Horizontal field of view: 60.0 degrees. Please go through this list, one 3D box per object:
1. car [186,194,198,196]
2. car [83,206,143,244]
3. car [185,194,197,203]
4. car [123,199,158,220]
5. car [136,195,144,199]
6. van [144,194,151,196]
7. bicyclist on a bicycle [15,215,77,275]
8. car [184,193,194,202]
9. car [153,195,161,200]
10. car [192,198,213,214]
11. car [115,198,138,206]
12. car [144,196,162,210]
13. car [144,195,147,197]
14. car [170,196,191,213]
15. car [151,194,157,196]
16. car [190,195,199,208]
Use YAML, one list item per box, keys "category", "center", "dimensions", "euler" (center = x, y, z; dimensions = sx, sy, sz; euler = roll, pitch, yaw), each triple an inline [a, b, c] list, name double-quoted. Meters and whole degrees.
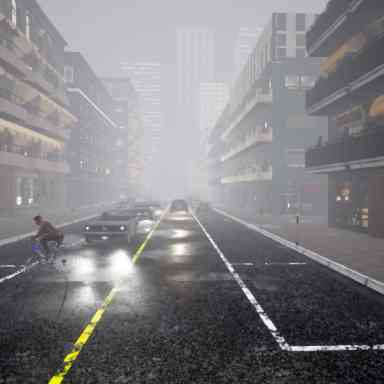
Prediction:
- category: "car"
  center: [0.275, 1.303, 57.572]
  dimensions: [2.192, 1.841, 5.009]
  euler: [-1, 0, -2]
- category: "car"
  center: [-3.734, 1.596, 16.068]
  dimensions: [1.895, 1.301, 4.718]
  euler: [0, 0, -2]
- category: "car"
  center: [-0.203, 1.301, 68.766]
  dimensions: [2.192, 1.841, 5.009]
  euler: [-1, 0, -2]
- category: "car"
  center: [-4.222, 1.557, 28.031]
  dimensions: [1.994, 1.385, 4.181]
  euler: [0, 0, -2]
- category: "car"
  center: [-7.347, 1.431, 40.453]
  dimensions: [1.967, 1.590, 4.097]
  euler: [-1, 0, -2]
- category: "van"
  center: [-7.826, 1.330, 51.647]
  dimensions: [1.690, 1.788, 3.998]
  euler: [-1, 0, -2]
- category: "bicyclist on a bicycle"
  center: [-3.986, 1.453, 9.047]
  dimensions: [1.656, 1.620, 0.582]
  euler: [-2, 0, -2]
- category: "car"
  center: [-0.680, 1.300, 79.960]
  dimensions: [2.192, 1.841, 5.009]
  euler: [-1, 0, -2]
- category: "car"
  center: [-9.529, 1.566, 90.825]
  dimensions: [1.802, 1.307, 4.206]
  euler: [-1, 0, -2]
- category: "car"
  center: [1.235, 1.574, 35.184]
  dimensions: [1.802, 1.307, 4.206]
  euler: [-1, 0, -2]
- category: "car"
  center: [-7.106, 1.574, 34.857]
  dimensions: [1.802, 1.307, 4.206]
  euler: [-1, 0, -2]
- category: "car"
  center: [-4.886, 1.591, 42.999]
  dimensions: [1.895, 1.301, 4.718]
  euler: [0, 0, -2]
- category: "car"
  center: [-7.585, 1.540, 46.050]
  dimensions: [2.008, 1.369, 4.403]
  euler: [-1, 0, -2]
- category: "car"
  center: [-1.403, 1.469, 36.673]
  dimensions: [1.882, 1.535, 5.008]
  euler: [0, 0, -2]
- category: "car"
  center: [-8.327, 1.302, 62.840]
  dimensions: [2.192, 1.841, 5.009]
  euler: [-1, 0, -2]
- category: "car"
  center: [0.749, 1.515, 46.548]
  dimensions: [1.752, 1.417, 4.829]
  euler: [-1, 0, -2]
